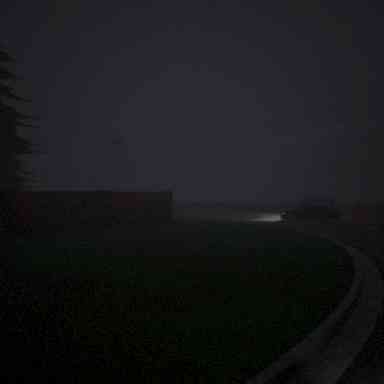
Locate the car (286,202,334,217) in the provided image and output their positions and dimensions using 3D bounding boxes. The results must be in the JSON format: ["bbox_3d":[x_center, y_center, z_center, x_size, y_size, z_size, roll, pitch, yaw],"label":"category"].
[{"bbox_3d":[12.628,1.863,35.676,4.674,1.442,1.812,-1,-1,22],"label":"car"}]

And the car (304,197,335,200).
[{"bbox_3d":[14.076,1.587,38.882,5.566,2.045,2.150,-1,-1,22],"label":"car"}]

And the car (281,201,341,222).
[{"bbox_3d":[10.336,1.780,29.066,4.892,1.490,1.837,-1,-1,22],"label":"car"}]
